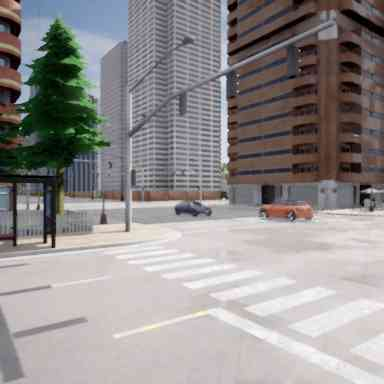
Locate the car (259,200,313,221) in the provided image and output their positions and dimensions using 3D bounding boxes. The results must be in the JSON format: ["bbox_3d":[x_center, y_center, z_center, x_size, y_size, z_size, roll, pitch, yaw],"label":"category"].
[{"bbox_3d":[7.716,1.406,27.733,2.097,1.767,4.553,0,0,-30],"label":"car"}]

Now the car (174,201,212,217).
[{"bbox_3d":[0.002,1.580,32.409,1.812,1.442,4.674,0,0,-36],"label":"car"}]
